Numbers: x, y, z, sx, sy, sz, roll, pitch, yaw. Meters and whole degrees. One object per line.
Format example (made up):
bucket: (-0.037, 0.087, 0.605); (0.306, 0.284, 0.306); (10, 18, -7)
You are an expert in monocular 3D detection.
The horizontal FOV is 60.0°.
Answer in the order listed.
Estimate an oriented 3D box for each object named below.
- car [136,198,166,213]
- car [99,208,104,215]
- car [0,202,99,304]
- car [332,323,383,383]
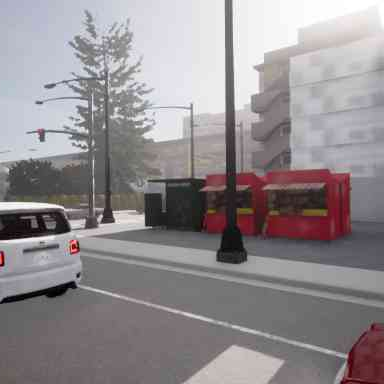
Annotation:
car: (-4.161, 1.482, 37.621); (2.097, 1.767, 4.553); (-1, -1, 36)
car: (-10.122, 1.732, 29.407); (1.895, 1.301, 4.718); (-1, -1, 36)
car: (-4.784, 1.234, 7.361); (5.566, 2.045, 2.150); (0, 0, 36)
car: (3.232, 1.601, 1.679); (4.718, 1.301, 1.895); (0, 0, 35)
